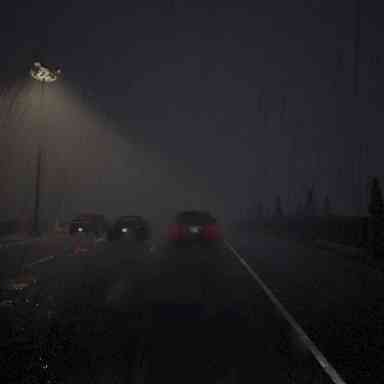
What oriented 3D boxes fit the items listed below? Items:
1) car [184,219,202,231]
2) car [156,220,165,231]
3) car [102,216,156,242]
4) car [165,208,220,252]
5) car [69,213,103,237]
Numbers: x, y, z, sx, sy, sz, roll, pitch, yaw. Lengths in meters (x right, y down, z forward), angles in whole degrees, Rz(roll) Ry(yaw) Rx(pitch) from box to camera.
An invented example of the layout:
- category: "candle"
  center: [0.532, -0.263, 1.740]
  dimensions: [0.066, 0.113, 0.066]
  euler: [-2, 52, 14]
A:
- category: "car"
  center: [0.099, 3.828, 38.480]
  dimensions: [1.994, 1.385, 4.181]
  euler: [0, -6, 0]
- category: "car"
  center: [-3.400, 4.049, 40.184]
  dimensions: [1.895, 1.301, 4.718]
  euler: [0, -6, 0]
- category: "car"
  center: [-3.401, 2.030, 18.844]
  dimensions: [1.994, 1.385, 4.181]
  euler: [0, -3, 0]
- category: "car"
  center: [0.100, 1.631, 15.224]
  dimensions: [2.097, 1.767, 4.553]
  euler: [0, -3, 0]
- category: "car"
  center: [-6.901, 2.243, 22.990]
  dimensions: [1.837, 1.490, 4.892]
  euler: [0, -4, 0]
